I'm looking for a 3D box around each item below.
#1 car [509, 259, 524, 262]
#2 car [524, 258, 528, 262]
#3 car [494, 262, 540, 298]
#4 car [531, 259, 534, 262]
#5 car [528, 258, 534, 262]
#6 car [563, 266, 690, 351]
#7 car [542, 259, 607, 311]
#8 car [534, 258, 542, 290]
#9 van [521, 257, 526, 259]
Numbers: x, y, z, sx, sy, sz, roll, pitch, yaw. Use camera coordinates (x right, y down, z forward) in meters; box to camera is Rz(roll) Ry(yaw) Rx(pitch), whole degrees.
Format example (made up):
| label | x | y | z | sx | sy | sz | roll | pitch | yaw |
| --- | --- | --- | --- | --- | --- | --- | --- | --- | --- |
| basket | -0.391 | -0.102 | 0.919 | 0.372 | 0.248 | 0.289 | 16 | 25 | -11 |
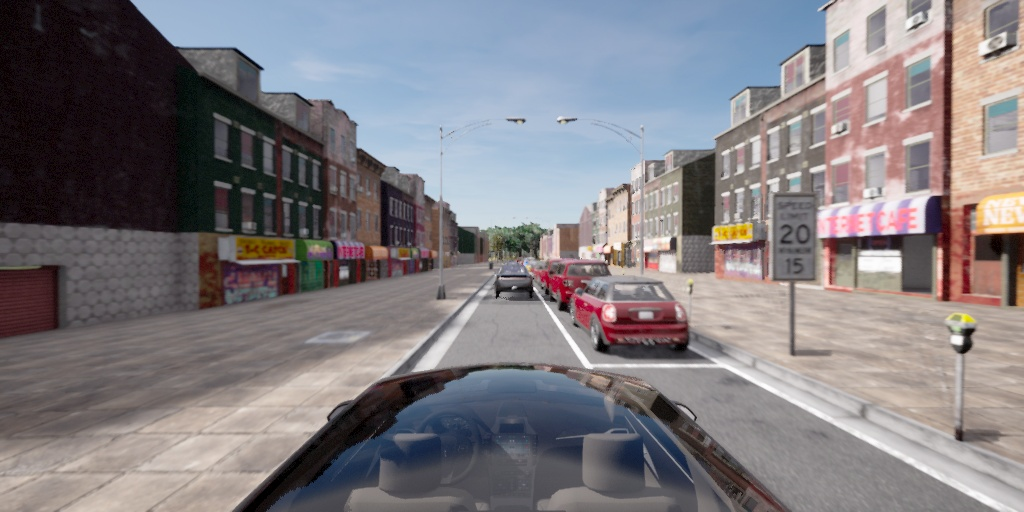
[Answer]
| label | x | y | z | sx | sy | sz | roll | pitch | yaw |
| --- | --- | --- | --- | --- | --- | --- | --- | --- | --- |
| car | 0.084 | 1.343 | 43.614 | 1.994 | 1.385 | 4.181 | 0 | 0 | 0 |
| car | 2.647 | 1.301 | 41.561 | 1.751 | 1.417 | 4.829 | 0 | 0 | 0 |
| car | 0.105 | 1.243 | 18.634 | 2.128 | 1.511 | 4.902 | 0 | 0 | 0 |
| car | 2.643 | 1.195 | 25.184 | 1.967 | 1.591 | 4.097 | 0 | 0 | 0 |
| car | 2.645 | 1.200 | 30.586 | 1.967 | 1.591 | 4.097 | 0 | 0 | 0 |
| car | 2.640 | 1.188 | 8.978 | 1.967 | 1.591 | 4.097 | 0 | 0 | 0 |
| car | 2.641 | 1.064 | 14.379 | 2.192 | 1.841 | 5.009 | 0 | 0 | 0 |
| car | 2.642 | 1.066 | 19.782 | 2.192 | 1.841 | 5.009 | 0 | 0 | 0 |
| van | 2.649 | 1.136 | 52.195 | 1.690 | 1.789 | 3.998 | 0 | 0 | 0 |
